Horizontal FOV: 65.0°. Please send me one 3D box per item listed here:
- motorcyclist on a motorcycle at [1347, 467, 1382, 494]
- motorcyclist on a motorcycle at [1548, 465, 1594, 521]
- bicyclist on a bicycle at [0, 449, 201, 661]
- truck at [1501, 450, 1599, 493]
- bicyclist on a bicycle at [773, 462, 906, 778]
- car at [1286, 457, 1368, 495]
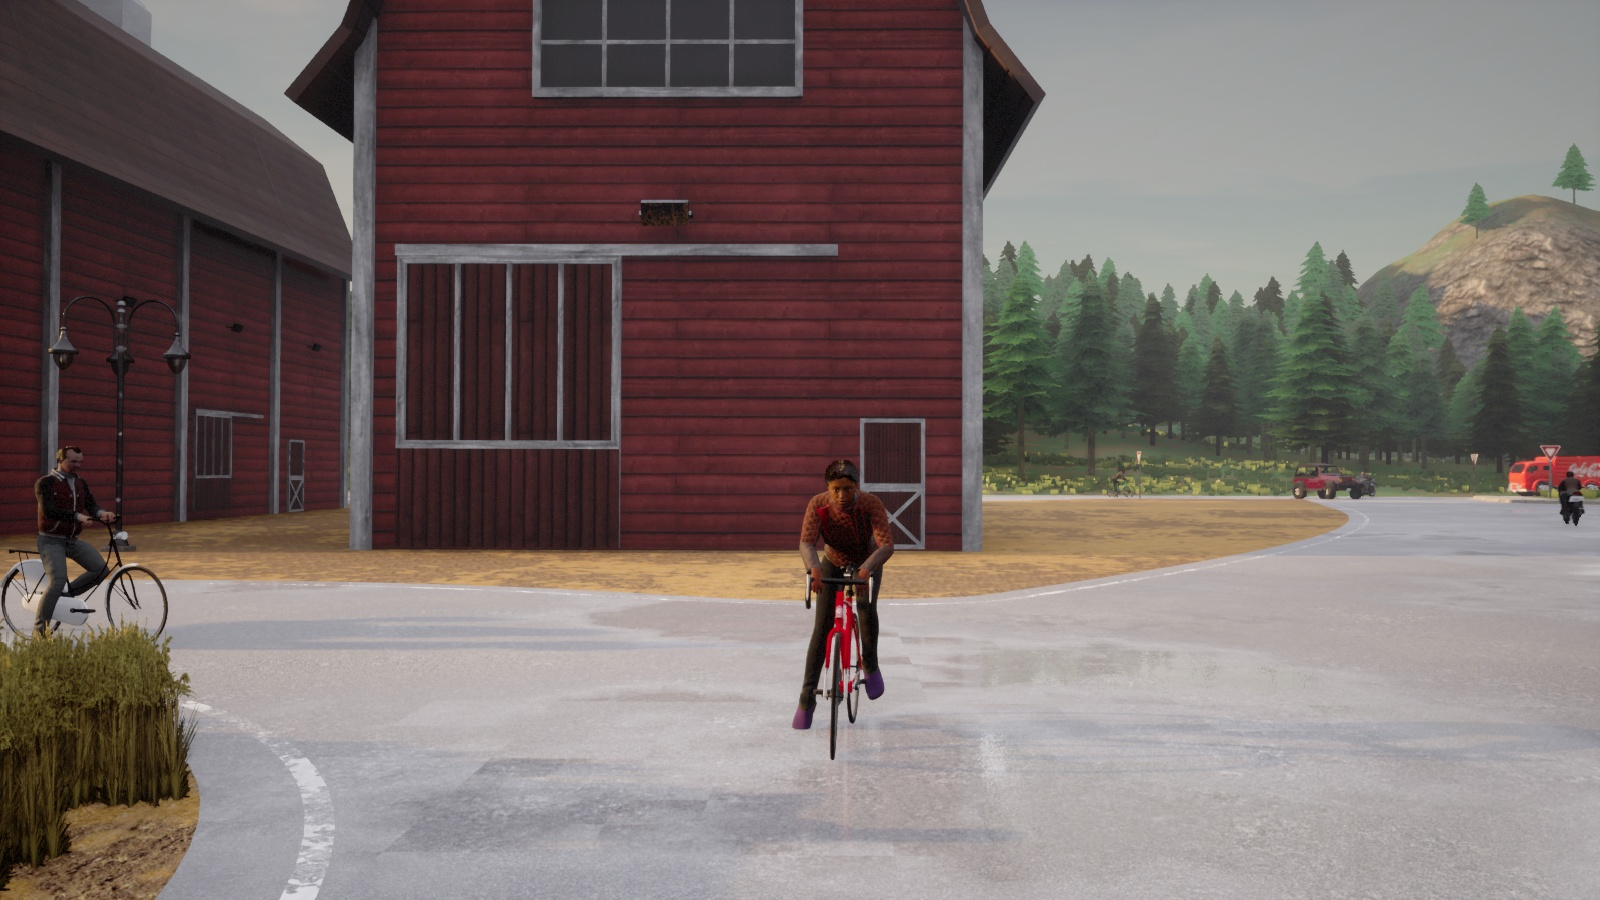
[{"bbox_3d":[32.546,1.750,72.406,2.191,1.530,0.866,1,-2,-36],"label":"motorcyclist on a motorcycle"},{"bbox_3d":[21.521,1.170,35.075,0.797,1.523,2.044,0,-1,23],"label":"motorcyclist on a motorcycle"},{"bbox_3d":[-6.310,0.897,11.119,1.843,1.776,0.659,-1,-1,16],"label":"bicyclist on a bicycle"},{"bbox_3d":[44.814,1.247,74.258,5.204,2.467,2.627,-1,-1,2],"label":"truck"},{"bbox_3d":[0.272,0.881,7.307,0.582,1.620,1.656,0,-1,8],"label":"bicyclist on a bicycle"},{"bbox_3d":[27.277,1.385,65.123,1.905,1.878,3.866,0,-2,-16],"label":"car"}]
